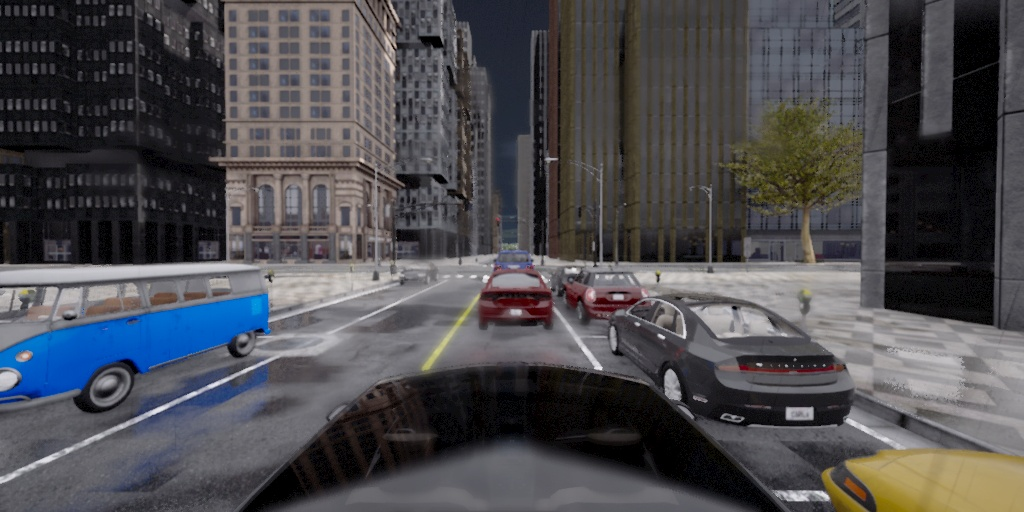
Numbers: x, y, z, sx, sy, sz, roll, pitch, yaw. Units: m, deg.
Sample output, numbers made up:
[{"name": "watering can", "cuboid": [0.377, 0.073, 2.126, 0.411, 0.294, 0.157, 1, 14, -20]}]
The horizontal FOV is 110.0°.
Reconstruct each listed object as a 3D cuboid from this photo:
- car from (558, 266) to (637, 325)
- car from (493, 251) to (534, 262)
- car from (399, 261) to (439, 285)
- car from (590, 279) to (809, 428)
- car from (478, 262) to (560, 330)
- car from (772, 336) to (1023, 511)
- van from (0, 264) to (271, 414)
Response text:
[{"name": "car", "cuboid": [2.772, 1.064, 11.274, 1.967, 1.591, 4.097, 0, 0, 0]}, {"name": "car", "cuboid": [0.093, 0.722, 20.528, 2.150, 2.045, 5.566, 0, 1, 0]}, {"name": "car", "cuboid": [-5.744, 1.023, 22.561, 2.007, 1.370, 4.403, 0, 0, 0]}, {"name": "car", "cuboid": [2.768, 1.249, 5.633, 2.007, 1.370, 4.403, 0, 0, 0]}, {"name": "car", "cuboid": [0.102, 1.110, 10.649, 1.882, 1.535, 5.008, 0, 1, 0]}, {"name": "car", "cuboid": [2.763, 1.298, 0.163, 1.751, 1.417, 4.829, 0, 0, 0]}, {"name": "van", "cuboid": [-5.758, 1.038, 5.639, 1.690, 1.789, 3.998, 0, 0, 0]}]
